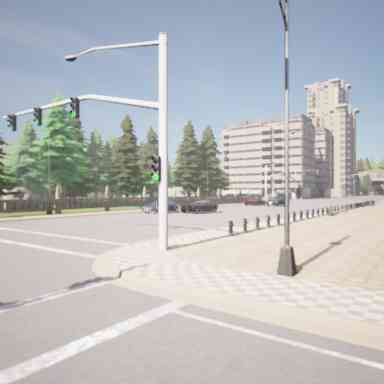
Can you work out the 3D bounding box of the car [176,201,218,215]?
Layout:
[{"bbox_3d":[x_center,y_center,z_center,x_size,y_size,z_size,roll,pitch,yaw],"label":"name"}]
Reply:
[{"bbox_3d":[0.780,1.602,34.989,1.895,1.301,4.718,0,0,36],"label":"car"}]

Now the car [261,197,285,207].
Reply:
[{"bbox_3d":[13.304,1.496,52.358,2.128,1.511,4.902,0,0,36],"label":"car"}]

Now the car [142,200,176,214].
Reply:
[{"bbox_3d":[-3.234,1.527,35.392,1.812,1.442,4.674,0,0,36],"label":"car"}]

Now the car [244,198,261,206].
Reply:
[{"bbox_3d":[10.180,1.602,54.010,1.895,1.301,4.718,0,0,36],"label":"car"}]
